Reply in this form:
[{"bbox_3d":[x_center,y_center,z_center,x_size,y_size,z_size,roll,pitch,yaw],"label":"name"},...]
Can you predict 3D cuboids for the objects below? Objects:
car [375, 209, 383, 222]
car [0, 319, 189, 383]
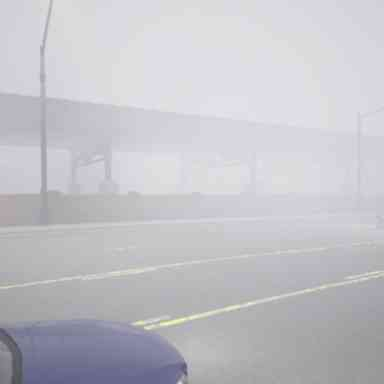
[{"bbox_3d":[16.157,1.571,25.512,4.902,1.511,2.128,1,0,-29],"label":"car"},{"bbox_3d":[-2.135,1.496,1.936,4.674,1.442,1.812,0,0,-35],"label":"car"}]
